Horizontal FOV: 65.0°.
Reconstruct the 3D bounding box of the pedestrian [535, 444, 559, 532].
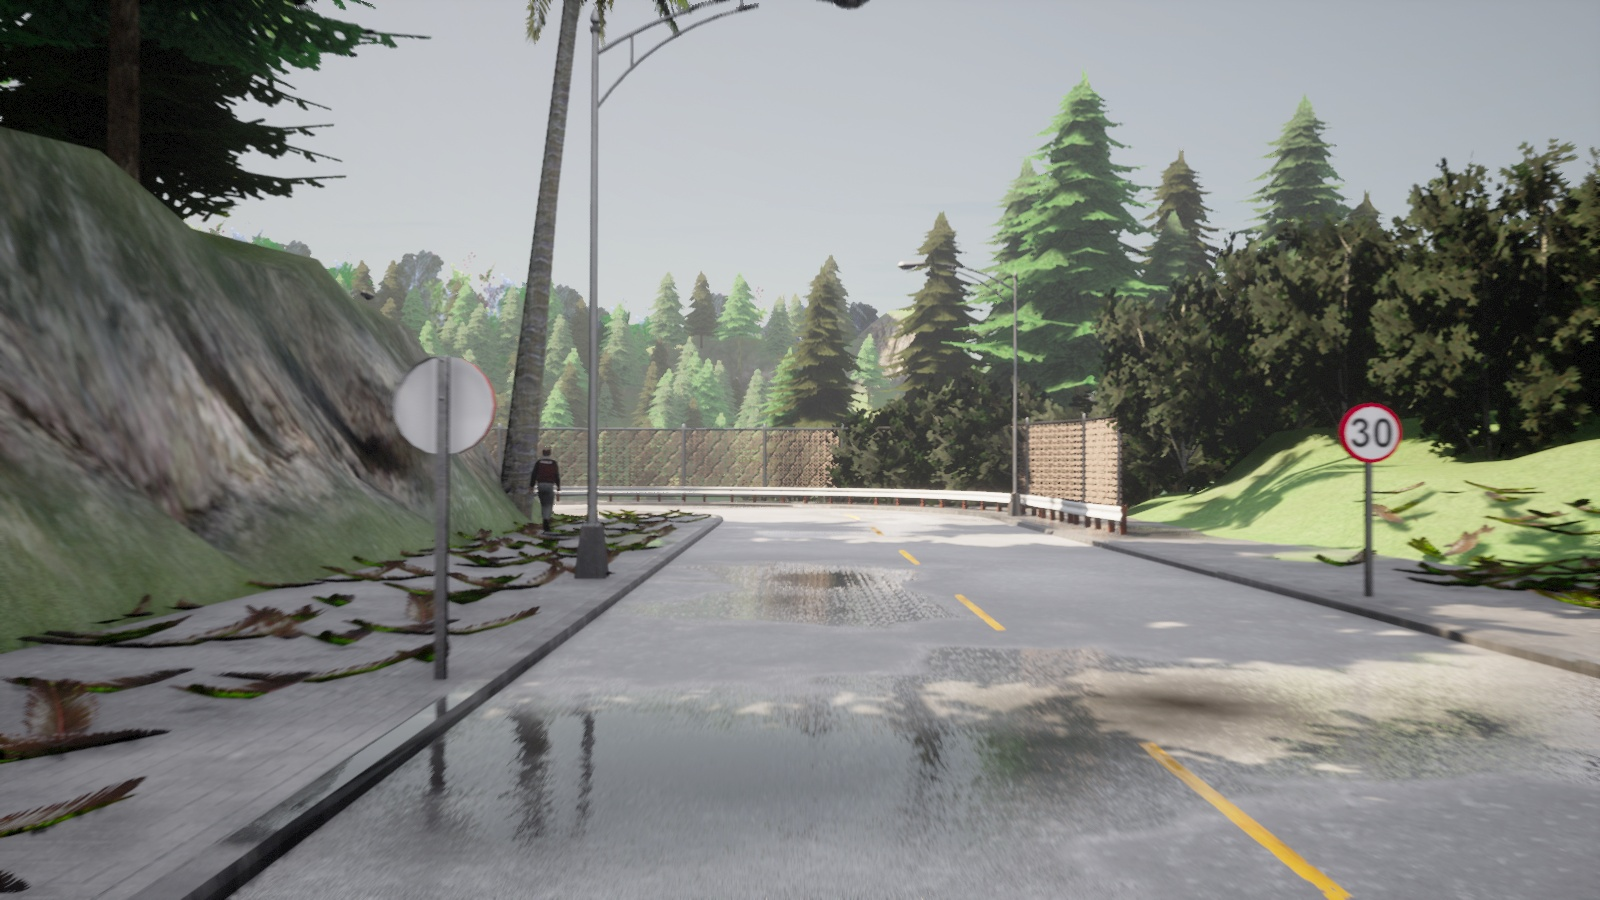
[{"bbox_3d":[-5.394,0.801,26.758,0.376,1.854,0.720,0,-1,0],"label":"pedestrian"}]
